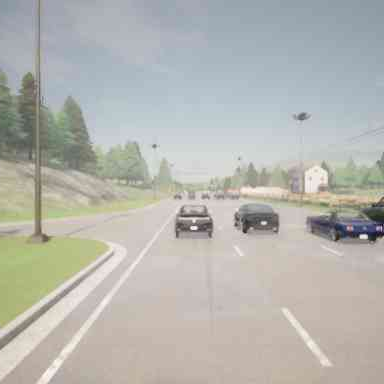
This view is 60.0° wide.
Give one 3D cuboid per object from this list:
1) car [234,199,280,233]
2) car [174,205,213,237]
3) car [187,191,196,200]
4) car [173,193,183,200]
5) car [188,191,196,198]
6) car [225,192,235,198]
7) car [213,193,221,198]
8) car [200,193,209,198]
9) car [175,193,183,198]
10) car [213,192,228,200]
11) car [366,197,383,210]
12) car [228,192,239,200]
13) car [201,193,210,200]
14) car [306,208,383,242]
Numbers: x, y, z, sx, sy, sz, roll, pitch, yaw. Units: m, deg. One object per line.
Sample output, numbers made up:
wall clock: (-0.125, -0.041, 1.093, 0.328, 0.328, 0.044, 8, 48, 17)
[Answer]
car: (3.591, 1.398, 19.091, 1.882, 1.535, 5.008, 0, 0, 0)
car: (0.090, 1.418, 17.529, 2.128, 1.511, 4.902, 0, 0, 0)
car: (-0.042, 1.174, 81.746, 2.128, 1.511, 4.902, 0, 0, 0)
car: (-3.542, 1.150, 81.774, 1.837, 1.490, 4.892, 0, 0, 0)
car: (-0.047, 0.673, 92.194, 2.150, 2.045, 5.566, 0, 0, 0)
car: (10.453, 0.803, 92.140, 2.097, 1.767, 4.553, 0, 0, 0)
car: (6.953, 0.926, 92.169, 1.882, 1.535, 5.008, 0, 0, 0)
car: (3.453, 0.973, 92.167, 2.128, 1.511, 4.902, 0, 0, 0)
car: (-3.547, 0.925, 92.193, 1.882, 1.535, 5.008, 0, 0, 0)
car: (6.958, 1.150, 81.750, 1.837, 1.490, 4.892, 0, 0, 0)
car: (10.592, 1.152, 16.607, 2.150, 2.045, 5.566, 0, 0, 0)
car: (10.458, 1.127, 81.752, 1.882, 1.535, 5.008, 0, 0, 0)
car: (3.458, 1.149, 81.748, 1.837, 1.490, 4.892, 0, 0, 0)
car: (7.092, 1.534, 15.946, 1.895, 1.301, 4.718, 0, 0, 0)
